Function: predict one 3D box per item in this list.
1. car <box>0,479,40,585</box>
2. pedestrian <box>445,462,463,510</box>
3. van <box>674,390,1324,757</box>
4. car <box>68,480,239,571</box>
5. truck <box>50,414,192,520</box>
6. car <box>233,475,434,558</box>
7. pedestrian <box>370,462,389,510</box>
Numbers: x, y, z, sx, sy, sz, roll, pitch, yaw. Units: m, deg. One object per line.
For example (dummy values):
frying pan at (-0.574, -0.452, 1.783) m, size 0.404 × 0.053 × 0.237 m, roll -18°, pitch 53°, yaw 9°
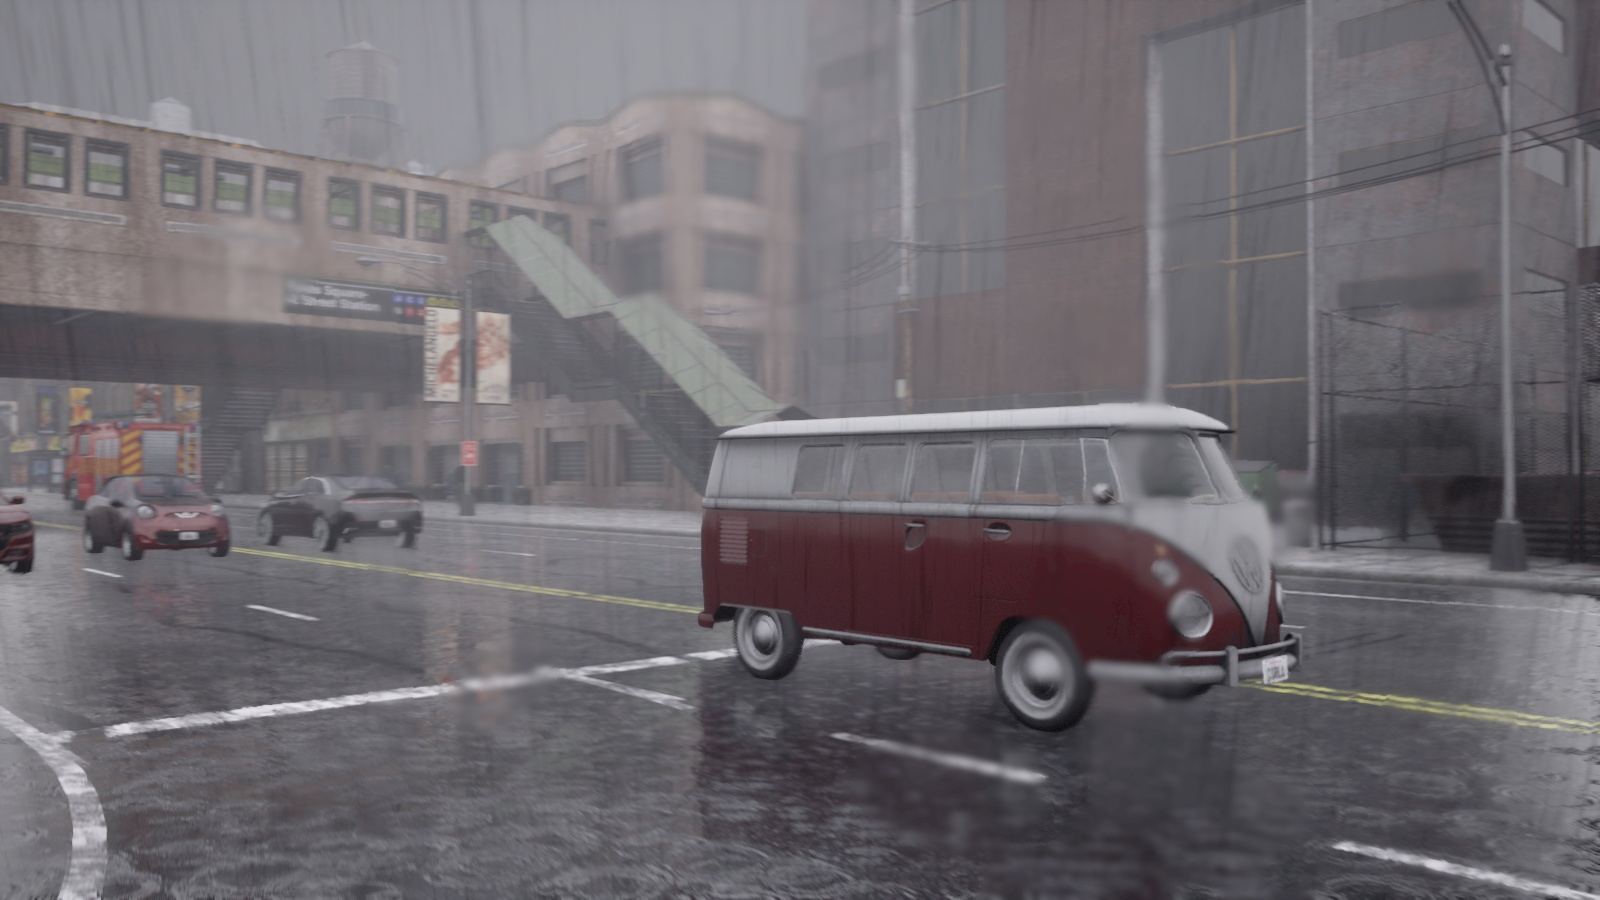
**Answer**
car at (-13.580, 1.226, 19.657) m, size 1.882 × 1.535 × 5.008 m, roll 0°, pitch -1°, yaw -43°
pedestrian at (-13.391, 1.392, 48.626) m, size 0.431 × 1.840 × 0.703 m, roll 0°, pitch -1°, yaw -40°
van at (1.164, 0.711, 9.027) m, size 1.775 × 1.987 × 4.442 m, roll 0°, pitch -1°, yaw -43°
car at (-11.847, 1.304, 22.926) m, size 1.845 × 1.501 × 3.633 m, roll 0°, pitch -1°, yaw -43°
truck at (-26.793, 0.682, 49.330) m, size 2.891 × 3.827 × 8.468 m, roll 0°, pitch -1°, yaw -43°
car at (-9.635, 1.276, 25.685) m, size 2.128 × 1.511 × 4.902 m, roll 0°, pitch -1°, yaw -43°
pedestrian at (-17.047, 1.458, 50.897) m, size 0.423 × 1.949 × 0.788 m, roll 0°, pitch -1°, yaw -43°
